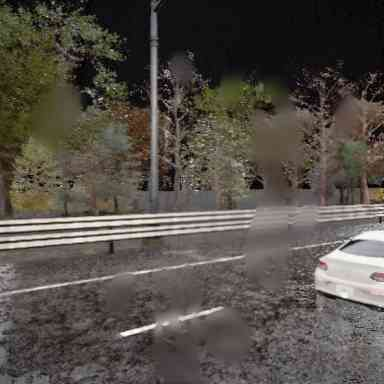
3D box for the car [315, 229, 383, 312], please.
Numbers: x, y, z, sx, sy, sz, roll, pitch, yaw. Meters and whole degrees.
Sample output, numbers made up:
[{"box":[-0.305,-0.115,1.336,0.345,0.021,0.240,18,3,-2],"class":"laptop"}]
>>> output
[{"box":[4.520,1.529,7.092,4.674,1.442,1.812,0,0,-35],"class":"car"}]
